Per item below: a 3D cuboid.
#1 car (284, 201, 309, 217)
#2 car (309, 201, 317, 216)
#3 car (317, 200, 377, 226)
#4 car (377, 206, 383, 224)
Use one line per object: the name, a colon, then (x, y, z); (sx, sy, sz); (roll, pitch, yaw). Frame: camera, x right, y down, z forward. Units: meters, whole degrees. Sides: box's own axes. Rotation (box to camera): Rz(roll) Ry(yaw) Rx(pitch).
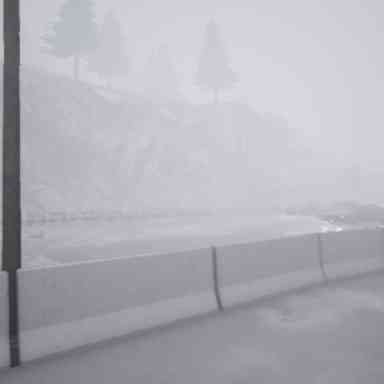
car: (10.423, 1.482, 30.024); (4.181, 1.385, 1.994); (0, 0, -26)
car: (12.252, 1.432, 27.024); (4.892, 1.490, 1.837); (0, 0, -26)
car: (11.438, 1.487, 22.780); (5.357, 1.411, 2.033); (0, 0, -27)
car: (13.797, 1.426, 20.004); (5.008, 1.535, 1.882); (0, 0, -26)
